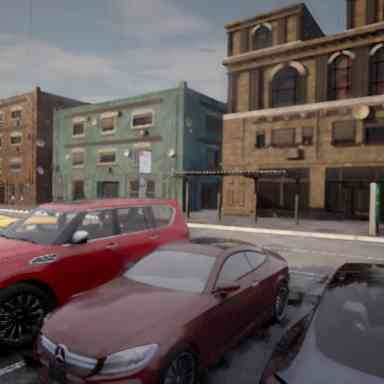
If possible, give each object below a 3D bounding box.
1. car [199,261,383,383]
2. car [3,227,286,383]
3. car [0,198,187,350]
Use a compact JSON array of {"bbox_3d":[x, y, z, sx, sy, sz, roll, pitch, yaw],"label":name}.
[{"bbox_3d":[2.333,1.501,3.518,2.163,1.488,4.792,0,0,35],"label":"car"},{"bbox_3d":[0.050,1.495,5.114,2.002,1.452,4.674,1,0,35],"label":"car"},{"bbox_3d":[-2.233,1.183,6.703,2.435,2.045,5.566,1,0,35],"label":"car"}]
